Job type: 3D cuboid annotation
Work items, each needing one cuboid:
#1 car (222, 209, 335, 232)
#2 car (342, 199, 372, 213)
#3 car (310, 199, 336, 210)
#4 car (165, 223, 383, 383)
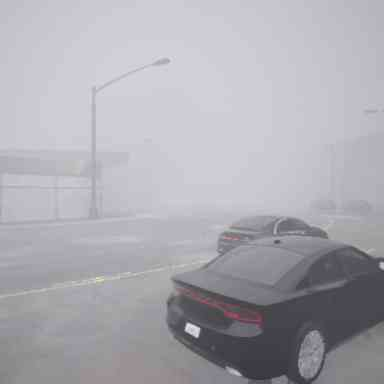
[{"bbox_3d":[2.868,1.520,11.157,4.892,1.490,1.837,0,0,-45],"label":"car"},{"bbox_3d":[18.610,1.573,37.630,1.812,1.442,4.674,0,0,5],"label":"car"},{"bbox_3d":[15.175,1.542,38.737,2.128,1.511,4.902,0,0,4],"label":"car"},{"bbox_3d":[1.918,1.485,5.513,5.008,1.535,1.882,0,0,-39],"label":"car"}]
